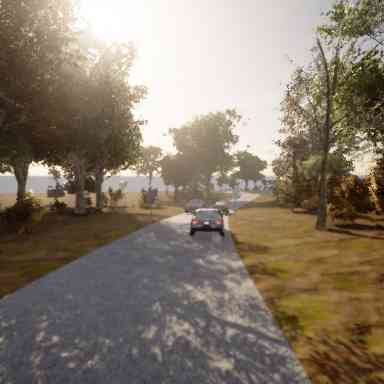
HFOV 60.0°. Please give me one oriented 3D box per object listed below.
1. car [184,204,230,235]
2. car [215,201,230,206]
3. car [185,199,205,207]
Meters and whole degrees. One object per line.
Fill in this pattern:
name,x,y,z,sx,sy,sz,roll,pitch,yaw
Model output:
car,0.935,1.629,19.229,2.033,1.411,5.357,0,0,5
car,3.596,1.887,40.765,1.812,1.442,4.674,0,-1,9
car,0.452,1.662,39.595,2.097,1.767,4.553,1,-1,10
